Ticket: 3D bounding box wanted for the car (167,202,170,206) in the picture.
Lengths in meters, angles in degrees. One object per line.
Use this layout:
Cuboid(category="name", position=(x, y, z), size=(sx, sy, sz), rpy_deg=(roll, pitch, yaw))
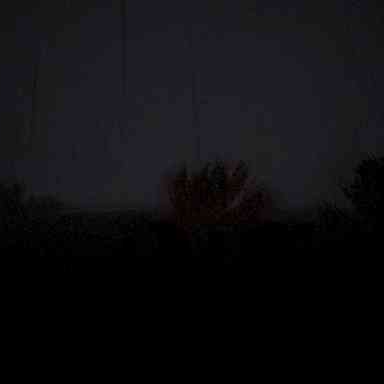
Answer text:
Cuboid(category="car", position=(-2.295, 2.079, 61.142), size=(2.033, 1.411, 5.357), rpy_deg=(-1, -1, 36))
